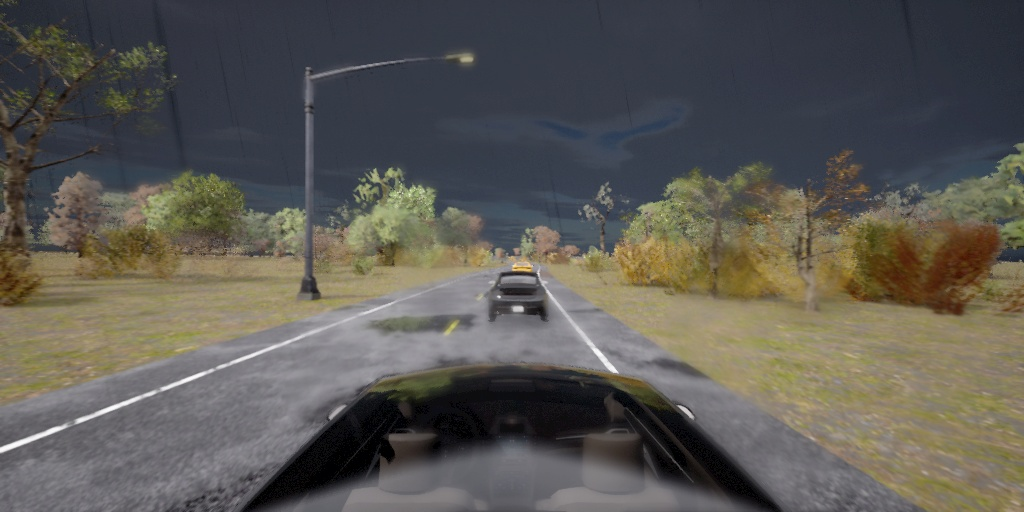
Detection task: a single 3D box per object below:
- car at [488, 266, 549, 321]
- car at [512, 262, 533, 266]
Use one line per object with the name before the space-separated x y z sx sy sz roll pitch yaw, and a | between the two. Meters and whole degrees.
car | 0.228 1.268 12.558 1.837 1.490 4.892 0 0 1
car | 1.041 1.316 35.008 1.882 1.535 5.008 0 0 3
